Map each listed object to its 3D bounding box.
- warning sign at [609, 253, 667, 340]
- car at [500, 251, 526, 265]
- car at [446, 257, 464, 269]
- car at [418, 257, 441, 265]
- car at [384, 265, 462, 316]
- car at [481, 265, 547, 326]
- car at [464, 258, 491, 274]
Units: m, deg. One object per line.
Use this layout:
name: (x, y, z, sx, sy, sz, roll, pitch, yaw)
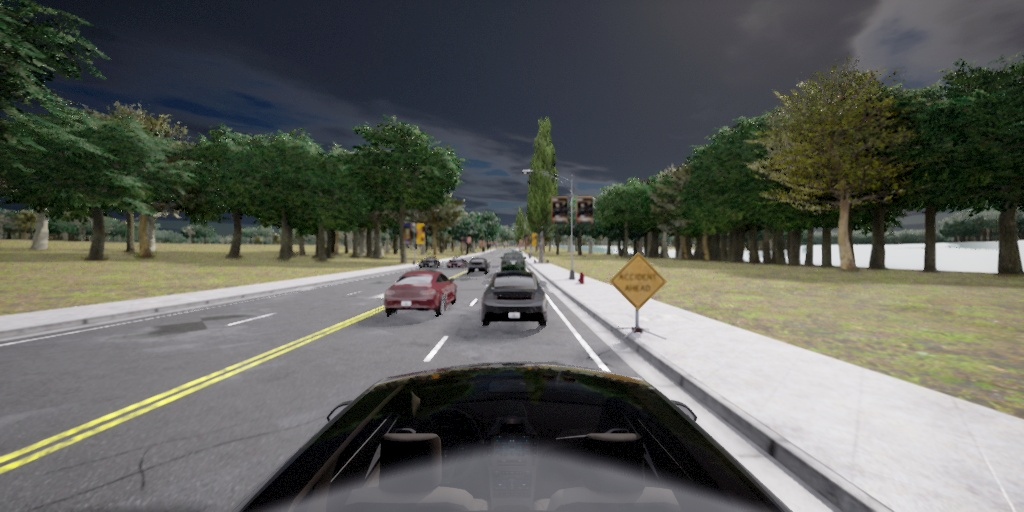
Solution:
warning sign: (2.854, 0.857, 8.191, 1.300, 1.860, 1.060, 0, 0, 0)
car: (0.119, 0.663, 33.389, 2.150, 2.045, 5.566, 0, 1, 0)
car: (-6.560, 0.848, 42.874, 1.994, 1.385, 4.181, 0, 1, 0)
car: (-9.809, 0.848, 42.872, 1.994, 1.385, 4.181, 0, 1, 0)
car: (-3.168, 1.239, 13.069, 1.812, 1.442, 4.674, 0, 1, 0)
car: (0.077, 1.230, 11.606, 1.837, 1.490, 4.892, 0, 1, 0)
car: (-3.131, 0.930, 34.363, 1.837, 1.490, 4.892, 0, 1, 0)
